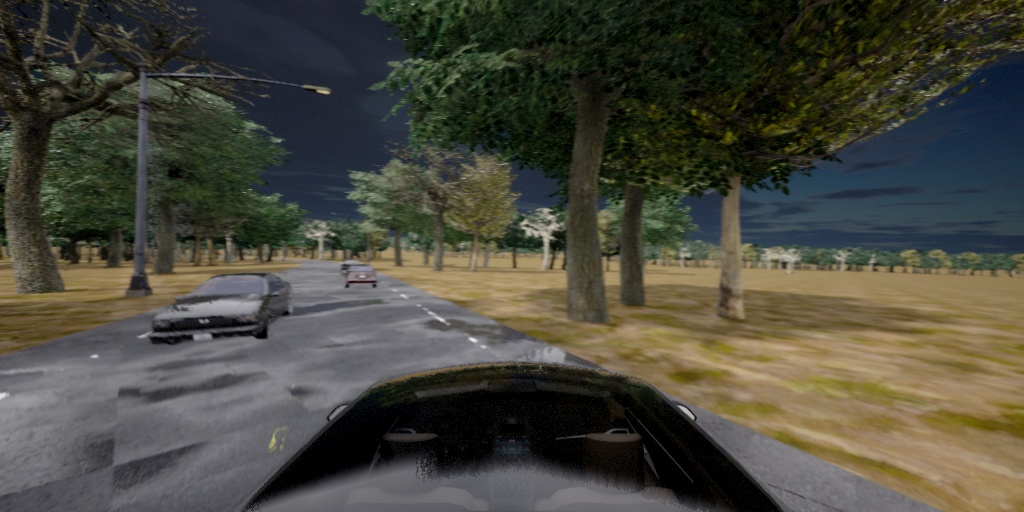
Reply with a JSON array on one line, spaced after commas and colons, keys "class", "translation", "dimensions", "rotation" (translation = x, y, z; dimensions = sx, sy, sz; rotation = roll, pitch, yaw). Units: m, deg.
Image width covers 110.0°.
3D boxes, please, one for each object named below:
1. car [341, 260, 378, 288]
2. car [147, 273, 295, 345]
[{"class": "car", "translation": [-9.741, 1.220, 23.037], "dimensions": [2.033, 1.411, 5.357], "rotation": [1, 0, -26]}, {"class": "car", "translation": [-7.164, 1.169, 9.546], "dimensions": [2.033, 1.411, 5.357], "rotation": [-1, 1, -23]}]
